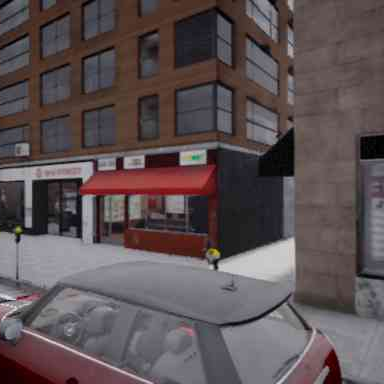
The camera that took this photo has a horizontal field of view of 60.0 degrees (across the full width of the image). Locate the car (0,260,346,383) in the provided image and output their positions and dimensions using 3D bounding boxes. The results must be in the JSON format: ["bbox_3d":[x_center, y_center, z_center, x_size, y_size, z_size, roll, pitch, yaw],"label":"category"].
[{"bbox_3d":[-0.746,1.448,3.342,4.097,1.590,1.967,0,0,36],"label":"car"}]
